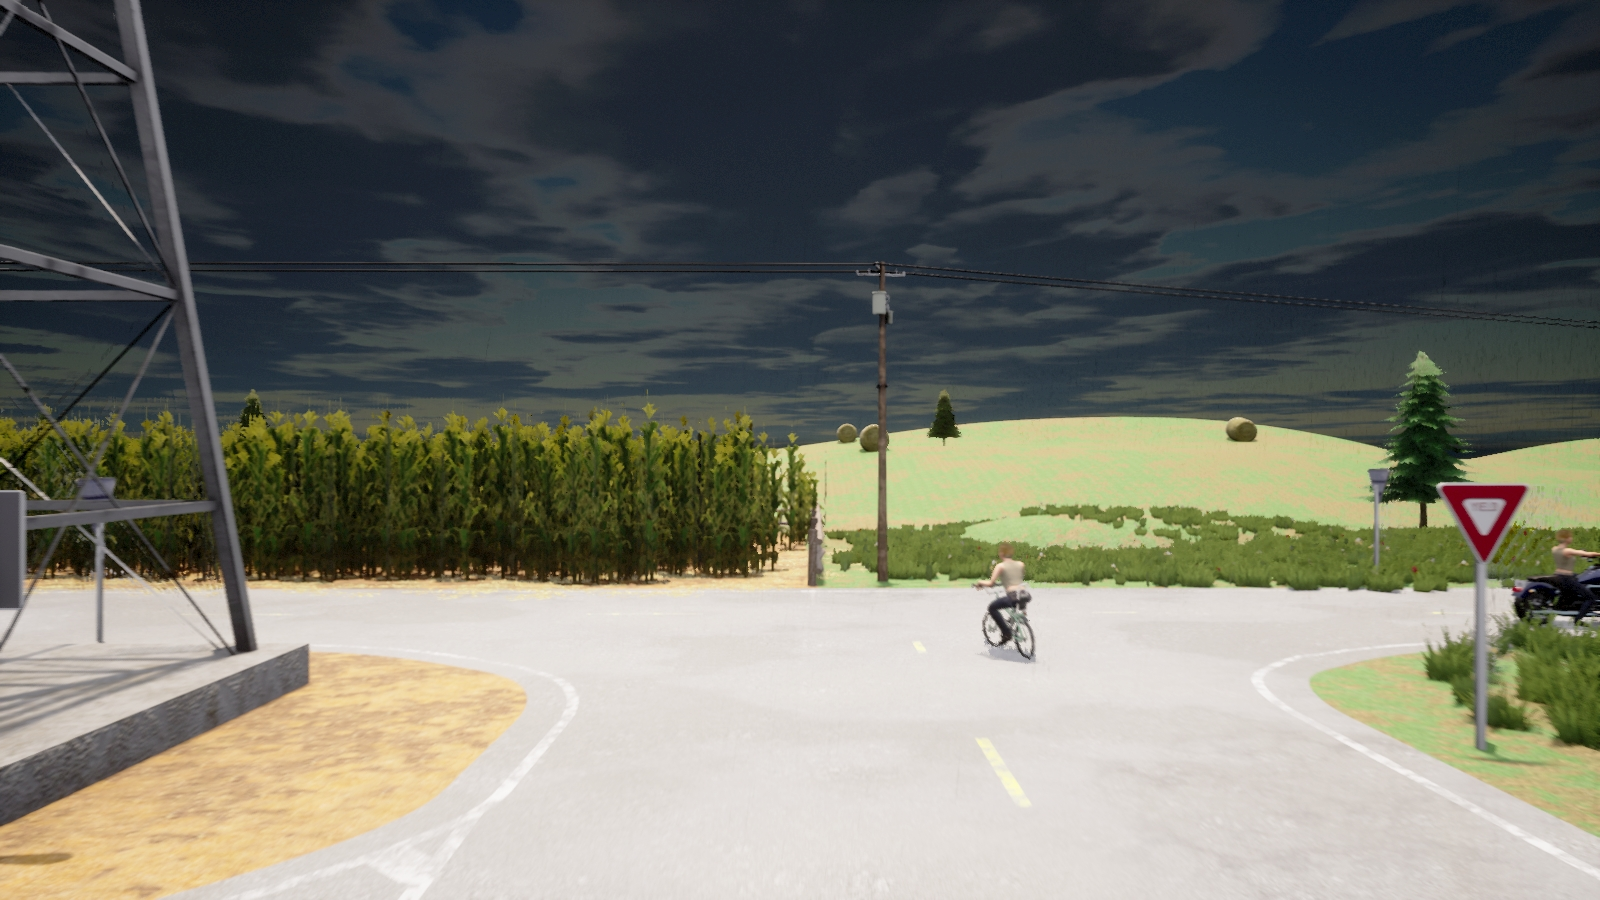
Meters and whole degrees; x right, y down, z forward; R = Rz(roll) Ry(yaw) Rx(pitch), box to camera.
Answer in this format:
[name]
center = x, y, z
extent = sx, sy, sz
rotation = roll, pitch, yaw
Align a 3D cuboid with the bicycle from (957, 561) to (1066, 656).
[bicycle]
center = 2.999, 2.232, 16.353
extent = 0.859, 1.080, 1.487
rotation = -4, 1, -17
